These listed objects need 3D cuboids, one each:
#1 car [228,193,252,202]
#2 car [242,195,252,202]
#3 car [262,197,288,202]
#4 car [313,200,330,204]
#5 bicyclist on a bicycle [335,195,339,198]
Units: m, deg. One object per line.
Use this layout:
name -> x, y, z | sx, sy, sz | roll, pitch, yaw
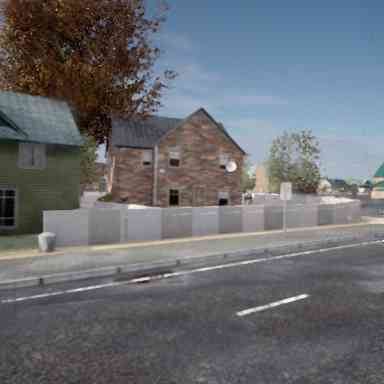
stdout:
car -> 8.688, 1.035, 61.139 | 2.033, 1.411, 5.357 | 1, 0, -21
car -> 7.936, 1.106, 54.532 | 1.895, 1.301, 4.718 | 1, 0, -20
car -> 11.287, 1.129, 45.223 | 1.882, 1.535, 5.008 | 1, 0, -20
car -> 14.644, 1.301, 35.912 | 1.837, 1.490, 4.892 | 1, 0, -20
bicyclist on a bicycle -> 18.528, 1.170, 42.436 | 1.656, 1.620, 0.582 | 1, 0, -20
